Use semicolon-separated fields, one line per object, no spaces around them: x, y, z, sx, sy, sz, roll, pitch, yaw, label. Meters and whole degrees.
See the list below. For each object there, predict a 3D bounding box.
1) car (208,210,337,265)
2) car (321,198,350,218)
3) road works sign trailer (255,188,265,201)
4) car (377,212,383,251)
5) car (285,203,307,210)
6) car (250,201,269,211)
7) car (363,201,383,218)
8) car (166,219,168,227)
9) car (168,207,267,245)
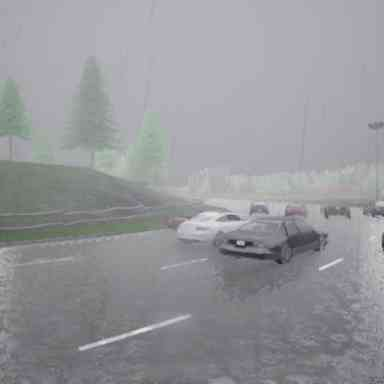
3.152;1.589;11.960;2.033;1.411;5.357;-1;0;42;car
13.158;1.421;30.735;2.097;1.767;4.553;-1;0;16;car
17.549;0.783;86.927;2.380;3.560;2.880;0;0;-6;road works sign trailer
8.861;1.574;13.176;1.994;1.385;4.181;-1;0;37;car
9.732;1.694;31.131;1.895;1.301;4.718;0;0;17;car
7.181;1.658;35.535;1.812;1.442;4.674;0;0;11;car
16.885;1.567;30.102;1.812;1.442;4.674;0;0;15;car
0.627;1.698;19.924;1.895;1.301;4.718;-1;0;37;car
1.314;1.595;15.177;1.812;1.442;4.674;-1;0;41;car
